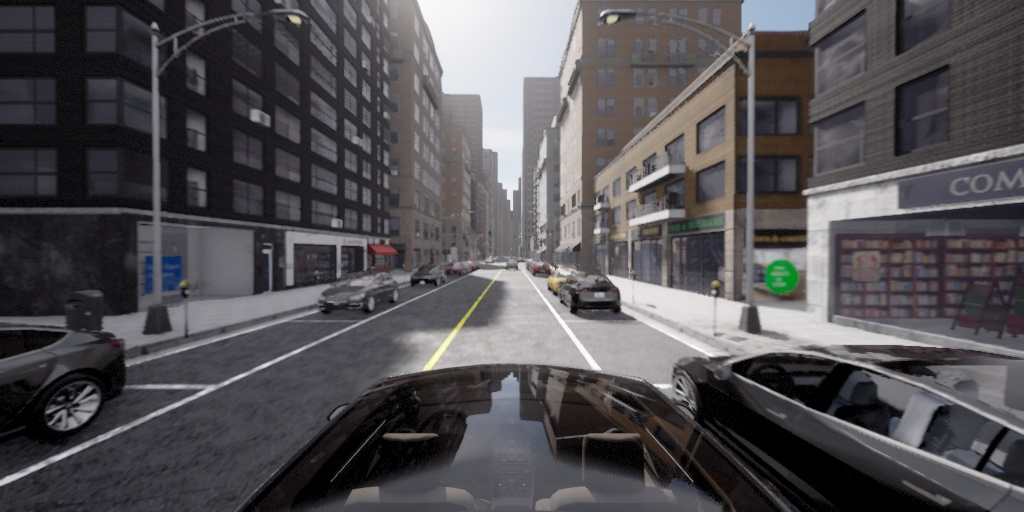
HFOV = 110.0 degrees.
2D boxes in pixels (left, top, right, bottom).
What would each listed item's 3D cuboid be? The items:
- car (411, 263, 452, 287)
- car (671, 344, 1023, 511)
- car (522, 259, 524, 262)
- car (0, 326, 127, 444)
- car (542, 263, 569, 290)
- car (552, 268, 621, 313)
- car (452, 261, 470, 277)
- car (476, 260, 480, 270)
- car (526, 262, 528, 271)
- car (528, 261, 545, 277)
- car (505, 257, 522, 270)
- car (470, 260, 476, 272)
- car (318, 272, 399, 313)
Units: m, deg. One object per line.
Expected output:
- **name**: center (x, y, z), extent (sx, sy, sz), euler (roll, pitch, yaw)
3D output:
- **car**: center (-5.662, 1.310, 24.821), extent (1.948, 1.339, 4.313), euler (0, 0, 0)
- **car**: center (2.857, 1.315, 2.712), extent (1.948, 1.339, 4.313), euler (0, 0, 0)
- **car**: center (2.871, 1.312, 52.476), extent (1.802, 1.307, 4.207), euler (0, 0, 0)
- **car**: center (-5.668, 1.316, 2.698), extent (1.948, 1.339, 4.313), euler (0, 0, 0)
- **car**: center (2.862, 1.270, 19.470), extent (1.751, 1.417, 4.829), euler (0, 0, 0)
- **car**: center (2.861, 1.312, 13.771), extent (1.948, 1.339, 4.313), euler (0, 0, 0)
- **car**: center (-5.659, 1.284, 35.882), extent (1.888, 1.381, 4.507), euler (0, 0, 0)
- **car**: center (-5.656, 1.279, 46.944), extent (1.888, 1.381, 4.507), euler (0, 0, 0)
- **car**: center (2.868, 1.286, 41.417), extent (2.007, 1.370, 4.403), euler (0, 0, 0)
- **car**: center (2.867, 1.283, 35.888), extent (1.888, 1.381, 4.507), euler (0, 0, 0)
- **car**: center (0.016, 1.279, 51.653), extent (2.033, 1.411, 5.357), euler (0, 0, 0)
- **car**: center (-5.657, 1.287, 41.413), extent (2.007, 1.370, 4.403), euler (0, 0, 0)
- **car**: center (-5.665, 1.298, 13.759), extent (2.007, 1.370, 4.403), euler (0, 0, 0)
